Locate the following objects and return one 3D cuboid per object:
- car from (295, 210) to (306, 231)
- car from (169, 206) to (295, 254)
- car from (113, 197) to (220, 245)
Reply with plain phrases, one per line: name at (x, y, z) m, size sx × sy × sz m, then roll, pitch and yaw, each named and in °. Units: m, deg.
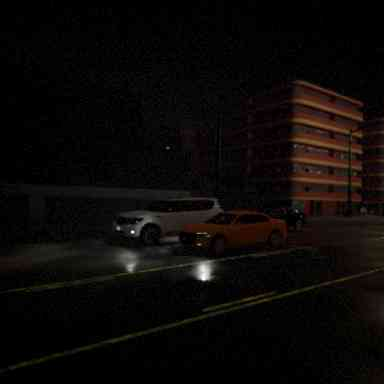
car at (4.923, 1.617, 20.278) m, size 4.902 × 1.511 × 2.128 m, roll 1°, pitch -1°, yaw -35°
car at (1.790, 1.526, 13.815) m, size 5.008 × 1.535 × 1.882 m, roll 1°, pitch -1°, yaw -35°
car at (-0.942, 1.267, 16.110) m, size 5.566 × 2.045 × 2.150 m, roll 1°, pitch 0°, yaw -35°
